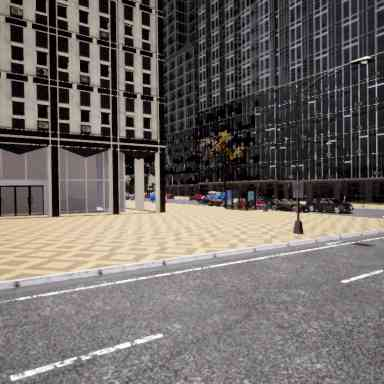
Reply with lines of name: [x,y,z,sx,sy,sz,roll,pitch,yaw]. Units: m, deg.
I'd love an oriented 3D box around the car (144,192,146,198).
car: [-8.682,0.615,77.131,2.192,1.841,5.009,0,1,-35]

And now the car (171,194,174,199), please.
car: [-5.454,0.936,72.456,1.802,1.307,4.206,0,1,-35]

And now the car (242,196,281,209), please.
car: [8.651,1.260,41.812,1.837,1.490,4.892,-1,1,-34]

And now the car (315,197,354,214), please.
car: [14.001,1.345,34.059,1.837,1.490,4.892,-1,1,-35]

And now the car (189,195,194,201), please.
car: [1.003,1.043,63.100,1.802,1.307,4.206,0,1,-35]

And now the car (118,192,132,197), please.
car: [-18.367,0.688,91.166,2.008,1.369,4.403,0,1,-35]

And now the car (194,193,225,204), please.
car: [2.812,1.262,50.289,1.895,1.301,4.718,-1,1,-35]

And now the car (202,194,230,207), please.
car: [3.745,1.320,44.280,1.947,1.339,4.313,0,1,-35]

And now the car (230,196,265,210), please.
car: [6.925,1.388,39.569,1.802,1.307,4.206,0,1,-35]

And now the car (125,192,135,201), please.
car: [-12.351,1.040,67.697,2.008,1.369,4.403,0,1,-35]

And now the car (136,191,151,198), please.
car: [-11.911,0.686,81.810,1.967,1.590,4.097,0,1,-35]

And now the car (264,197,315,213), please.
car: [10.140,1.424,34.880,1.947,1.339,4.313,0,1,-35]

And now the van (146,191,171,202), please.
van: [-5.894,0.937,58.339,1.690,1.788,3.998,0,1,-35]
